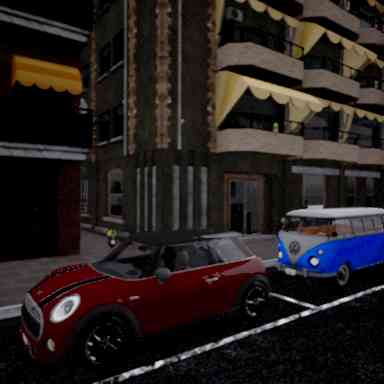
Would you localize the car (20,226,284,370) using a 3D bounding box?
[{"bbox_3d":[-0.625,1.436,5.649,4.097,1.590,1.967,0,0,-36],"label":"car"}]

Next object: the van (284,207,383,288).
[{"bbox_3d":[4.006,1.329,8.955,3.998,1.788,1.690,0,0,-36],"label":"van"}]
